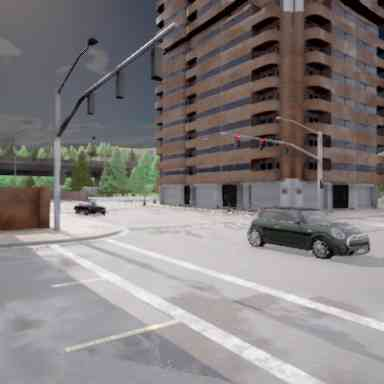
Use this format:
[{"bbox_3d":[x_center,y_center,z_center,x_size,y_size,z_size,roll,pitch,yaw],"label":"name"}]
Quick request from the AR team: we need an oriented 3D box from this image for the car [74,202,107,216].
[{"bbox_3d":[-10.122,1.647,33.006,1.895,1.301,4.718,0,0,-36],"label":"car"}]

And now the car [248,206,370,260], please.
[{"bbox_3d":[4.364,1.389,12.970,2.097,1.767,4.553,0,0,-36],"label":"car"}]
